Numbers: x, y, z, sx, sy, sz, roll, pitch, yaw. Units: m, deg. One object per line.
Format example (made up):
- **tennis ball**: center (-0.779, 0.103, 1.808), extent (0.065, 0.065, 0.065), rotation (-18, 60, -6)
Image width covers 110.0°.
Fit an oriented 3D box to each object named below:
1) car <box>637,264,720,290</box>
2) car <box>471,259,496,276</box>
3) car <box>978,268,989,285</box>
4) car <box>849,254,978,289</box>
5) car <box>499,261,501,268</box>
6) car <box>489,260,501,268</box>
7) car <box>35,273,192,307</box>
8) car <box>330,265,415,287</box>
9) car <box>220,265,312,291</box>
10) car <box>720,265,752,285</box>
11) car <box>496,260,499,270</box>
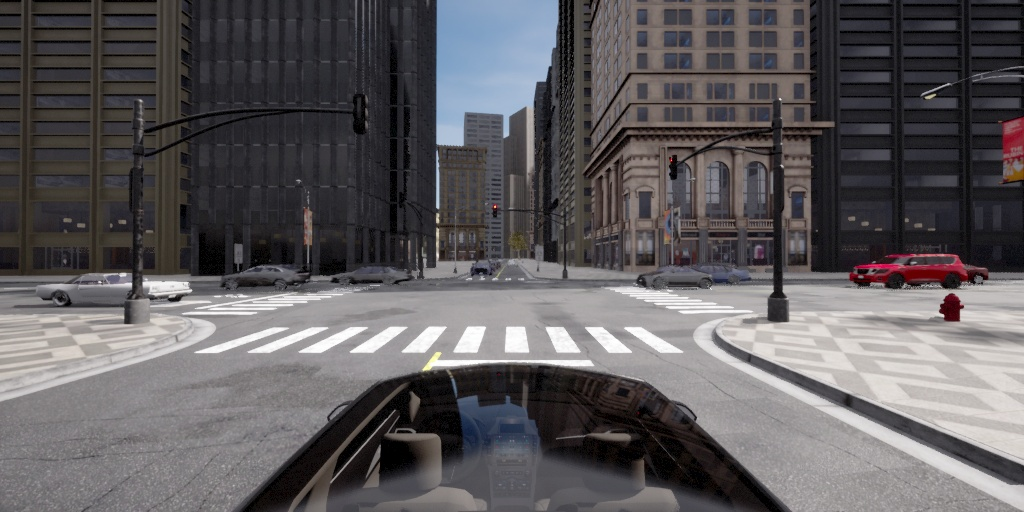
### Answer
- **car**: center (9.786, 1.291, 21.691), extent (4.181, 1.385, 1.994), rotation (0, 0, 0)
- **car**: center (-3.058, 1.145, 37.598), extent (2.097, 1.767, 4.553), rotation (0, 0, 0)
- **car**: center (29.837, 1.179, 24.963), extent (5.008, 1.535, 1.882), rotation (-1, 0, 0)
- **car**: center (23.883, 0.913, 21.711), extent (5.566, 2.045, 2.150), rotation (0, 0, 0)
- **car**: center (-3.069, 1.400, 55.402), extent (1.994, 1.385, 4.181), rotation (0, 0, 0)
- **car**: center (-3.048, 1.430, 65.369), extent (1.994, 1.385, 4.181), rotation (0, 0, 0)
- **car**: center (-16.379, 1.366, 14.963), extent (4.718, 1.301, 1.895), rotation (0, 0, 0)
- **car**: center (-9.598, 1.358, 24.920), extent (5.357, 1.411, 2.033), rotation (0, 0, 0)
- **car**: center (-14.809, 1.300, 21.666), extent (4.902, 1.511, 2.128), rotation (0, 0, 0)
- **car**: center (13.561, 1.289, 24.973), extent (5.357, 1.411, 2.033), rotation (0, 0, 1)
- **car**: center (-3.070, 1.377, 46.370), extent (1.994, 1.385, 4.181), rotation (0, 0, 0)
